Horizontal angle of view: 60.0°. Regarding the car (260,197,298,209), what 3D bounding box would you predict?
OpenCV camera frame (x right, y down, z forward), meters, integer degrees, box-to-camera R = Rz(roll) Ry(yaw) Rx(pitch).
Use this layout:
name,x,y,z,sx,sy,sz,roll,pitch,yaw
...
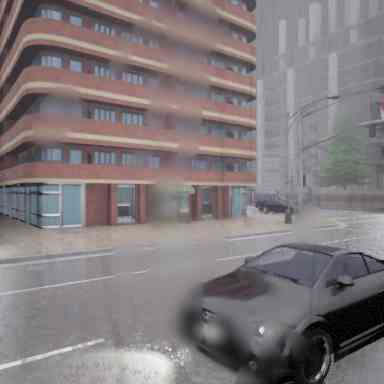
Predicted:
name,x,y,z,sx,sy,sz,roll,pitch,yaw
car,12.107,1.477,46.609,1.882,1.535,5.008,0,0,-36

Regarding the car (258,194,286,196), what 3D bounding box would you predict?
name,x,y,z,sx,sy,sz,roll,pitch,yaw
car,9.692,1.222,37.735,2.150,2.045,5.566,0,0,-36

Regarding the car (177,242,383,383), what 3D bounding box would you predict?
name,x,y,z,sx,sy,sz,roll,pitch,yaw
car,1.840,1.564,5.325,4.181,1.385,1.994,0,0,-36

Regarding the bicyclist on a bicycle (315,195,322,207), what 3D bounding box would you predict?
name,x,y,z,sx,sy,sz,roll,pitch,yaw
bicyclist on a bicycle,17.805,1.301,46.934,1.656,1.620,0.582,0,0,-36

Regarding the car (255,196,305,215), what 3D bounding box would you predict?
name,x,y,z,sx,sy,sz,roll,pitch,yaw
car,8.866,1.491,32.937,2.128,1.511,4.902,0,0,-36
